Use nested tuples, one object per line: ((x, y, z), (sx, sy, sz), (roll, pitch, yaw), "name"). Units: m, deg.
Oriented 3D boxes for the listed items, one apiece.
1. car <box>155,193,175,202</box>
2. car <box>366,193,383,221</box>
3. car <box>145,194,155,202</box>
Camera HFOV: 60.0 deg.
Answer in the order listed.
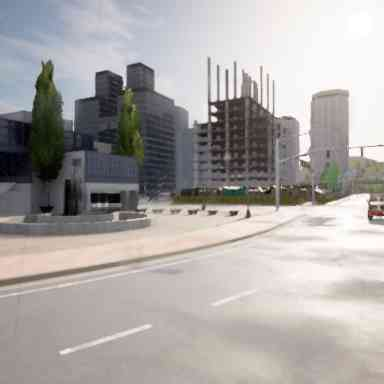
((-6.360, 1.575, 78.884), (1.970, 1.475, 3.806), (-1, 0, 28), "car")
((15.234, 1.135, 26.475), (2.150, 2.045, 5.566), (-1, 0, 27), "car")
((-8.910, 1.359, 80.260), (1.905, 1.878, 3.866), (-1, 0, 28), "car")
